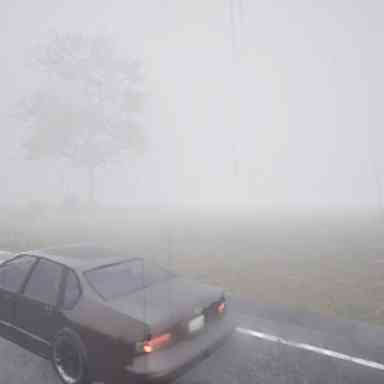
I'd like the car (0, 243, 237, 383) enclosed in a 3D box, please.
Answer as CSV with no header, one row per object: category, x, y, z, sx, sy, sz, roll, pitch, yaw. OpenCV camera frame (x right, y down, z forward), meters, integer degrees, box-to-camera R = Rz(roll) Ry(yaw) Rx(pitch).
car,-1.980,1.574,5.304,5.357,1.411,2.033,0,0,36
